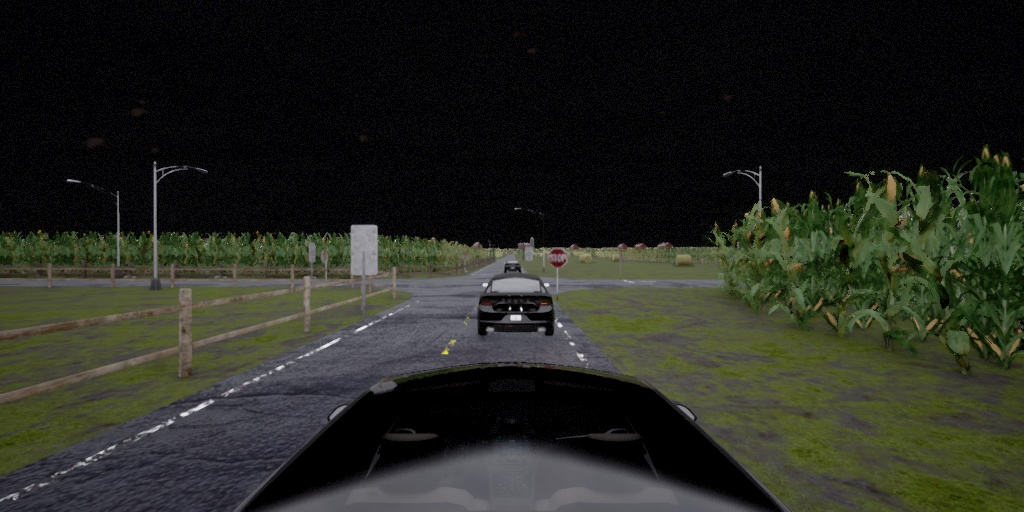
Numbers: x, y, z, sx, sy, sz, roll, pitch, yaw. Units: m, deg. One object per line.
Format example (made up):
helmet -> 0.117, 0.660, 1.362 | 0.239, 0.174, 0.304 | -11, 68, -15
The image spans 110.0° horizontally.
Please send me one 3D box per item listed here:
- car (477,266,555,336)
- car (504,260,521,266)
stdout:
car -> 0.116, 1.222, 10.460 | 1.882, 1.535, 5.008 | 0, 0, 1
car -> 0.077, 1.173, 42.730 | 1.882, 1.535, 5.008 | 0, 0, 0
